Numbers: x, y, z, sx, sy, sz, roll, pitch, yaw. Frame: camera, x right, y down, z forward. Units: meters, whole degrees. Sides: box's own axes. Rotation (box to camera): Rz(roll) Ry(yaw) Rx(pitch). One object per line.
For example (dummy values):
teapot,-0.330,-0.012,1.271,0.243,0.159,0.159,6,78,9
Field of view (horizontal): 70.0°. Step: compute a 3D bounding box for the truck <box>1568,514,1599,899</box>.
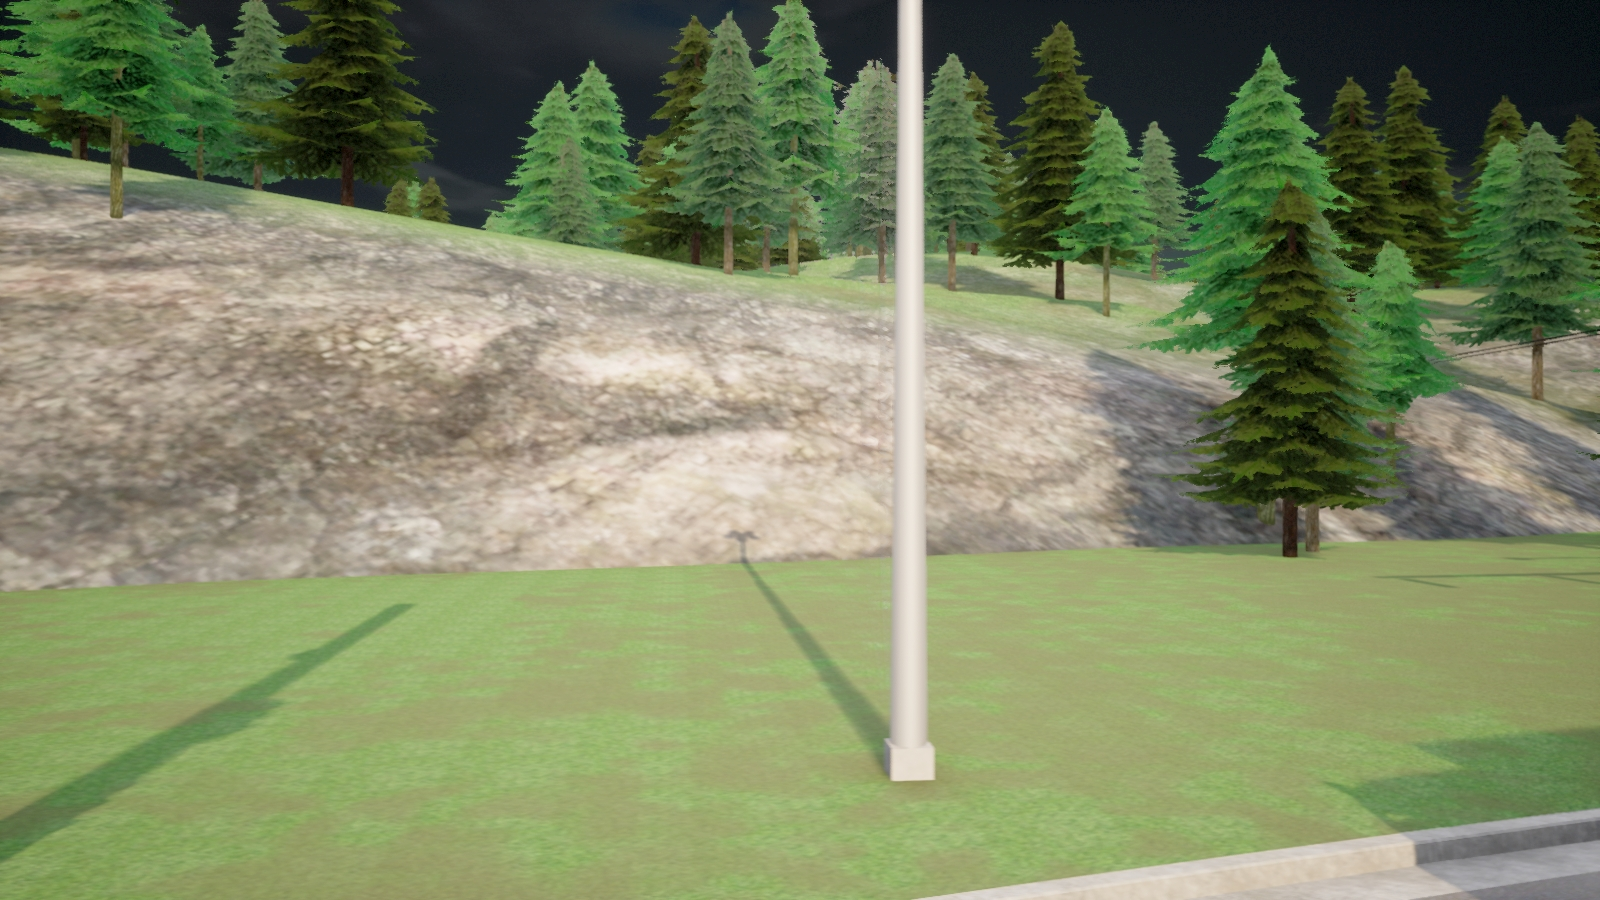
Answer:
truck,7.038,1.589,5.700,5.204,2.467,2.627,0,0,-17
